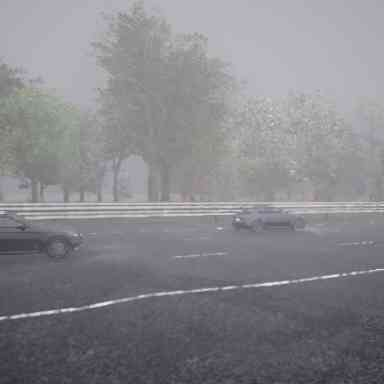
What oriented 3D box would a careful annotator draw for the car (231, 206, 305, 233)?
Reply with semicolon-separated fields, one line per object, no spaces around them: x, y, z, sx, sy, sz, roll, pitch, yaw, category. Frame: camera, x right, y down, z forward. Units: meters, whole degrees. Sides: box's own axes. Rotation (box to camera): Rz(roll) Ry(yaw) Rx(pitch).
4.273;1.475;18.655;4.181;1.385;1.994;1;0;-24;car

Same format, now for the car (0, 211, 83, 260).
-5.852;1.330;10.316;4.674;1.442;1.812;1;0;-24;car
